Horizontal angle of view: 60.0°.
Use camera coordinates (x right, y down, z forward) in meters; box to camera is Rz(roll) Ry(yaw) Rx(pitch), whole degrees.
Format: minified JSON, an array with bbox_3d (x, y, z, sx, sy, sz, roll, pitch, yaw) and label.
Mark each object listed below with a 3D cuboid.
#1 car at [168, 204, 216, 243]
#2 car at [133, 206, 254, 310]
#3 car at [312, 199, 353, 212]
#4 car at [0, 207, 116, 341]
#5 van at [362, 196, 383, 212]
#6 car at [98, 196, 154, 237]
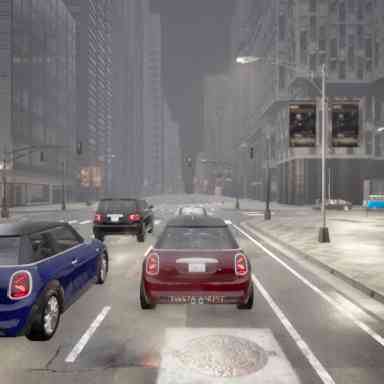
[{"bbox_3d":[0.057,1.489,17.166,2.128,1.511,4.902,0,0,2],"label":"car"},{"bbox_3d":[0.085,1.351,7.979,2.097,1.767,4.553,0,0,0],"label":"car"},{"bbox_3d":[15.805,1.508,37.579,4.403,1.369,2.008,0,0,0],"label":"car"},{"bbox_3d":[-3.163,1.351,6.660,2.097,1.767,4.553,0,0,0],"label":"car"},{"bbox_3d":[21.423,1.287,37.565,3.998,1.788,1.690,0,0,0],"label":"van"},{"bbox_3d":[-3.181,1.220,16.372,2.150,2.045,5.566,0,0,0],"label":"car"}]
